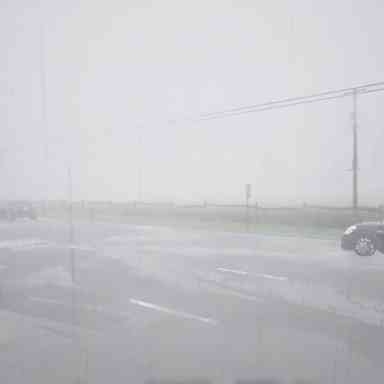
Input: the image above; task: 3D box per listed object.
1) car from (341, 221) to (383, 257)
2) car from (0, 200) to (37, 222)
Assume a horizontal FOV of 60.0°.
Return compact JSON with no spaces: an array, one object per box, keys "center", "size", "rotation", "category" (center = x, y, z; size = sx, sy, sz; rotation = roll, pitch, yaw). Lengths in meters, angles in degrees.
[{"center":[7.633,1.351,11.392],"size":[4.553,1.767,2.097],"rotation":[0,0,36],"category":"car"},{"center":[-14.863,1.425,27.432],"size":[4.553,1.767,2.097],"rotation":[0,0,35],"category":"car"}]
